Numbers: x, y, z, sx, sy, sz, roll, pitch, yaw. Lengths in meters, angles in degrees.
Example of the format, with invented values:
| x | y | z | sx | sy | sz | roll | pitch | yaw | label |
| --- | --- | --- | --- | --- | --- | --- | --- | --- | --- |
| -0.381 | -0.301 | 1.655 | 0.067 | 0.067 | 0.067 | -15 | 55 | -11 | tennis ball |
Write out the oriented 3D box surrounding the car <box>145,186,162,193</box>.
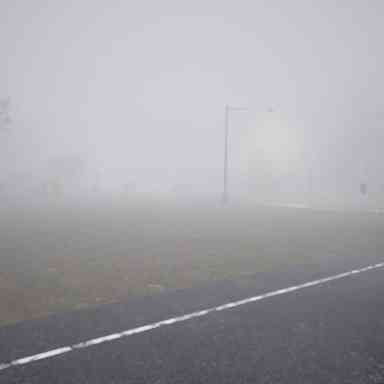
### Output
| x | y | z | sx | sy | sz | roll | pitch | yaw | label |
| --- | --- | --- | --- | --- | --- | --- | --- | --- | --- |
| -7.769 | -0.577 | 66.905 | 1.994 | 1.385 | 4.181 | 0 | 2 | -36 | car |

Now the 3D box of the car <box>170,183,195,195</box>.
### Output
| x | y | z | sx | sy | sz | roll | pitch | yaw | label |
| --- | --- | --- | --- | --- | --- | --- | --- | --- | --- |
| -1.704 | -0.583 | 58.452 | 2.150 | 2.045 | 5.566 | 0 | 2 | -36 | car |
